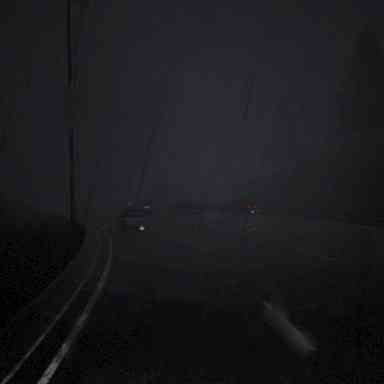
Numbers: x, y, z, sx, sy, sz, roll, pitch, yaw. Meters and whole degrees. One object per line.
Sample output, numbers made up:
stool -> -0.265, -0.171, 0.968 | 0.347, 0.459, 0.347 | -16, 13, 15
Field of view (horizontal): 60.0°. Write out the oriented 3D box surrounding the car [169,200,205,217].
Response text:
car -> -0.600, 1.489, 31.369 | 1.882, 1.535, 5.008 | -1, 0, -27

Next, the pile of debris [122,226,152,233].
pile of debris -> -3.312, 2.247, 19.888 | 1.500, 0.140, 1.860 | -1, 0, -19

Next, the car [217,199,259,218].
car -> 4.022, 1.416, 29.779 | 1.837, 1.490, 4.892 | 0, -1, -25

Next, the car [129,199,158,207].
car -> -4.716, 1.453, 31.234 | 2.097, 1.767, 4.553 | -1, 0, -24

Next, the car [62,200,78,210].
car -> -18.837, 1.972, 51.308 | 1.994, 1.385, 4.181 | -1, 0, -28

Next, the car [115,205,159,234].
car -> -3.464, 1.674, 20.012 | 1.895, 1.301, 4.718 | -1, 0, -20
